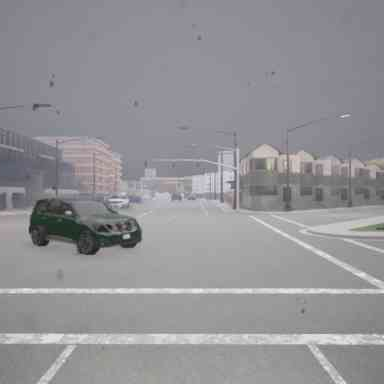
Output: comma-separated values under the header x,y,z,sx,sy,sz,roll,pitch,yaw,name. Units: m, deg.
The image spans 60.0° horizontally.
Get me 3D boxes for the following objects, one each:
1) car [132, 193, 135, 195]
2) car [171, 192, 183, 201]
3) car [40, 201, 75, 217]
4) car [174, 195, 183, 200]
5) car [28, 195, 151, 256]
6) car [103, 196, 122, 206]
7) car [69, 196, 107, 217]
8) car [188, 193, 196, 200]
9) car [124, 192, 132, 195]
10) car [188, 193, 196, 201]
x,y,z,sx,sy,sz,roll,pitch,yaw,name
-10.614,1.421,62.561,1.882,1.535,5.008,0,1,0,car
-3.570,1.050,77.111,2.150,2.045,5.566,0,0,0,car
-14.140,1.723,35.192,1.812,1.442,4.674,0,0,0,car
-3.581,1.478,87.804,2.128,1.511,4.902,0,-2,0,car
-4.589,1.282,13.767,5.566,2.045,2.150,0,0,37,car
-14.129,1.550,59.383,2.033,1.411,5.357,0,1,0,car
-10.634,1.413,34.486,2.150,2.045,5.566,0,0,0,car
-0.081,1.138,87.785,2.097,1.767,4.553,0,-2,0,car
-10.642,1.396,48.517,2.150,2.045,5.566,0,0,0,car
-0.071,1.419,77.825,1.895,1.301,4.718,0,-1,0,car
